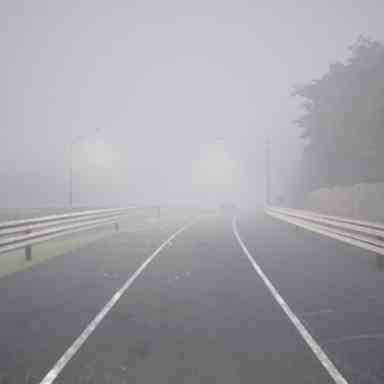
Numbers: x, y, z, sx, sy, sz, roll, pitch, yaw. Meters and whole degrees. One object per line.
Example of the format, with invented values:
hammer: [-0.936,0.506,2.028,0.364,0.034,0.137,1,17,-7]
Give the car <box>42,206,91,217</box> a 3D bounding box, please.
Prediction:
car: [-12.648,2.095,34.098,4.718,1.301,1.895,2,-2,-44]

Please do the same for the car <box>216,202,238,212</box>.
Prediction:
car: [6.610,2.627,59.221,2.097,1.767,4.553,-1,-2,29]

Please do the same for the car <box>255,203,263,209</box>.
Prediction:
car: [17.857,3.697,88.395,1.994,1.385,4.181,0,-2,12]
